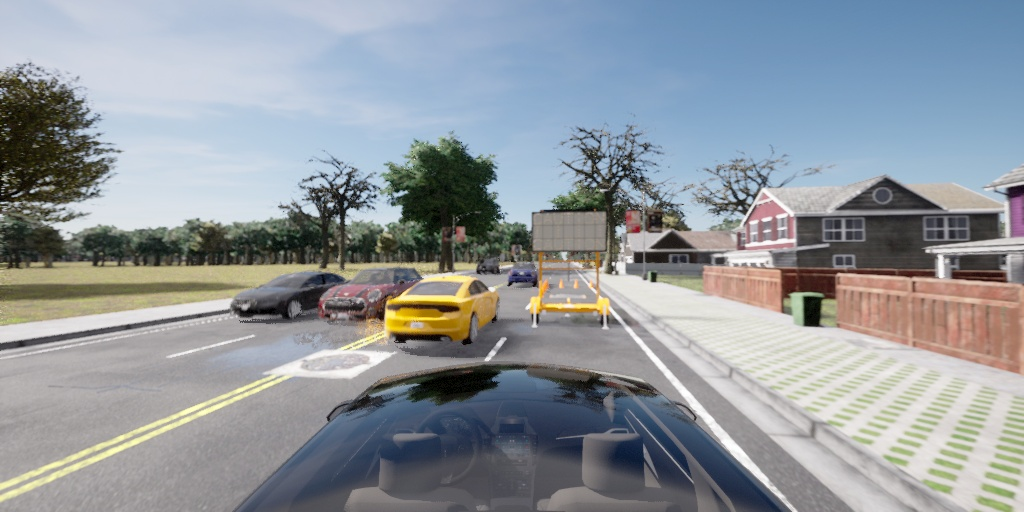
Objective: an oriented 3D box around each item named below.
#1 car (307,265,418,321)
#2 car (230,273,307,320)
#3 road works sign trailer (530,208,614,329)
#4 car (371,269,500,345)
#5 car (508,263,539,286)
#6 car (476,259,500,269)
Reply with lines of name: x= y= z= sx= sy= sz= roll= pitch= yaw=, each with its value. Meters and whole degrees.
car: x=-4.654 y=1.195 z=12.783 sx=2.097 sy=1.767 sz=4.553 roll=0 pitch=0 yaw=8
car: x=-7.848 y=1.364 z=13.406 sx=1.837 sy=1.490 sz=4.892 roll=0 pitch=-1 yaw=8
road works sign trailer: x=1.853 y=0.282 z=11.645 sx=2.380 sy=3.560 sz=2.880 roll=0 pitch=0 yaw=8
car: x=-1.601 y=1.292 z=9.865 sx=1.882 sy=1.535 sz=5.008 roll=0 pitch=0 yaw=8
car: x=1.020 y=1.295 z=27.439 sx=2.097 sy=1.767 sz=4.553 roll=0 pitch=-1 yaw=9
car: x=-3.009 y=1.338 z=45.857 sx=2.150 sy=2.045 sz=5.566 roll=0 pitch=-1 yaw=8
